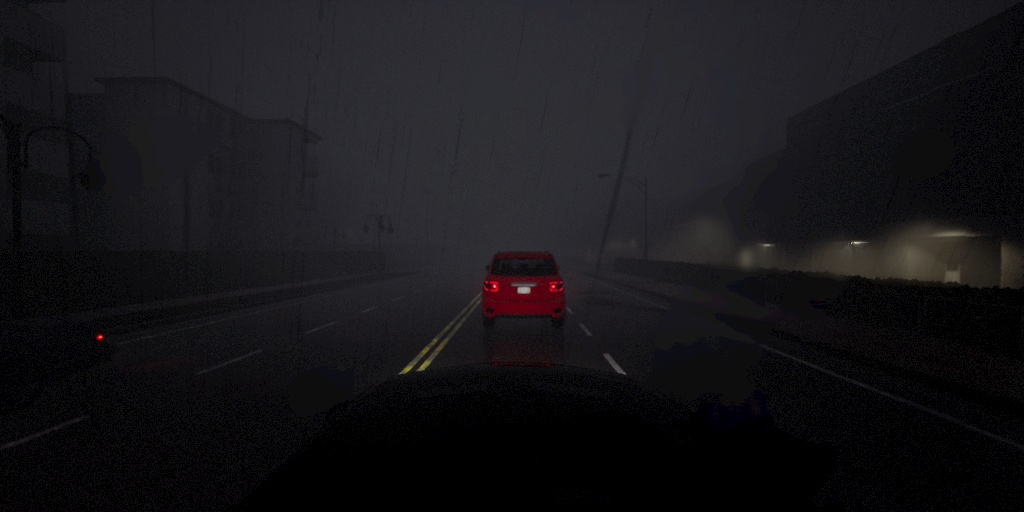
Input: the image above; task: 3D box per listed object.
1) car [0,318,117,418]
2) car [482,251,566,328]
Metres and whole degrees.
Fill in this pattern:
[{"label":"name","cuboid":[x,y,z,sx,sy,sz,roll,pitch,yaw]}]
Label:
[{"label":"car","cuboid":[-7.069,1.283,3.085,2.033,1.411,5.357,0,1,1]},{"label":"car","cuboid":[0.325,0.867,11.133,2.150,2.045,5.566,0,1,1]}]
